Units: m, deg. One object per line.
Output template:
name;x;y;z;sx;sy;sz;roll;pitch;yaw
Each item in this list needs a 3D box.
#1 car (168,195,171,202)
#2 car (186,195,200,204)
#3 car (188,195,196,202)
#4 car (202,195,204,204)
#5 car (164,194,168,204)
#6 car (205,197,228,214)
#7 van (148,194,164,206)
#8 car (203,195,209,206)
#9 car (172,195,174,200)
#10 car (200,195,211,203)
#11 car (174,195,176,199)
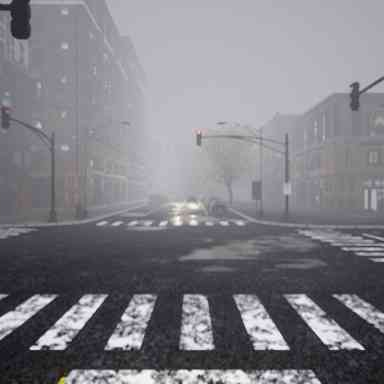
car;-5.679;1.218;62.481;2.192;1.841;5.009;0;0;0
car;0.014;1.382;60.767;1.882;1.535;5.008;0;0;0
car;0.016;1.337;71.184;1.812;1.442;4.674;0;0;0
car;2.699;1.358;45.387;1.967;1.590;4.097;0;0;0
car;-5.679;1.489;56.785;1.802;1.307;4.206;0;0;0
car;2.697;1.482;33.994;2.008;1.369;4.403;0;0;0
van;-5.681;1.253;51.087;1.690;1.788;3.998;0;0;0
car;2.698;1.365;39.691;1.967;1.590;4.097;0;0;0
car;-5.676;1.451;73.874;2.008;1.369;4.403;0;0;0
car;2.703;1.341;68.175;1.967;1.590;4.097;0;0;0
car;-5.673;1.427;90.795;1.752;1.417;4.829;0;0;0
